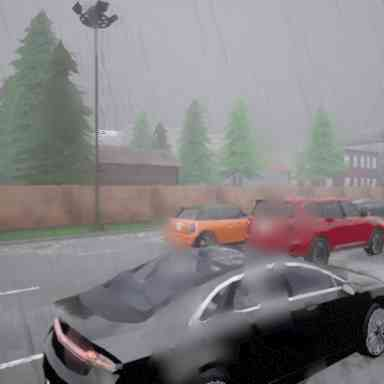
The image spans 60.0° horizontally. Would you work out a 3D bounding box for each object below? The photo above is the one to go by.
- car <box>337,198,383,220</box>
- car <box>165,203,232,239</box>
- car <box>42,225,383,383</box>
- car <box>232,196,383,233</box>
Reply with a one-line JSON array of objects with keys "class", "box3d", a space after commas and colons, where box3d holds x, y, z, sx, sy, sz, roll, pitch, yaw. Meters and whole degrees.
[{"class": "car", "box3d": [13.814, 1.314, 26.507, 4.892, 1.490, 1.837, -1, 0, -36]}, {"class": "car", "box3d": [1.257, 1.290, 13.285, 4.553, 1.767, 2.097, -1, 0, -35]}, {"class": "car", "box3d": [0.751, 1.470, 4.289, 4.902, 1.511, 2.128, -1, 0, -35]}, {"class": "car", "box3d": [4.229, 1.151, 11.067, 5.566, 2.045, 2.150, -1, 0, -36]}]
